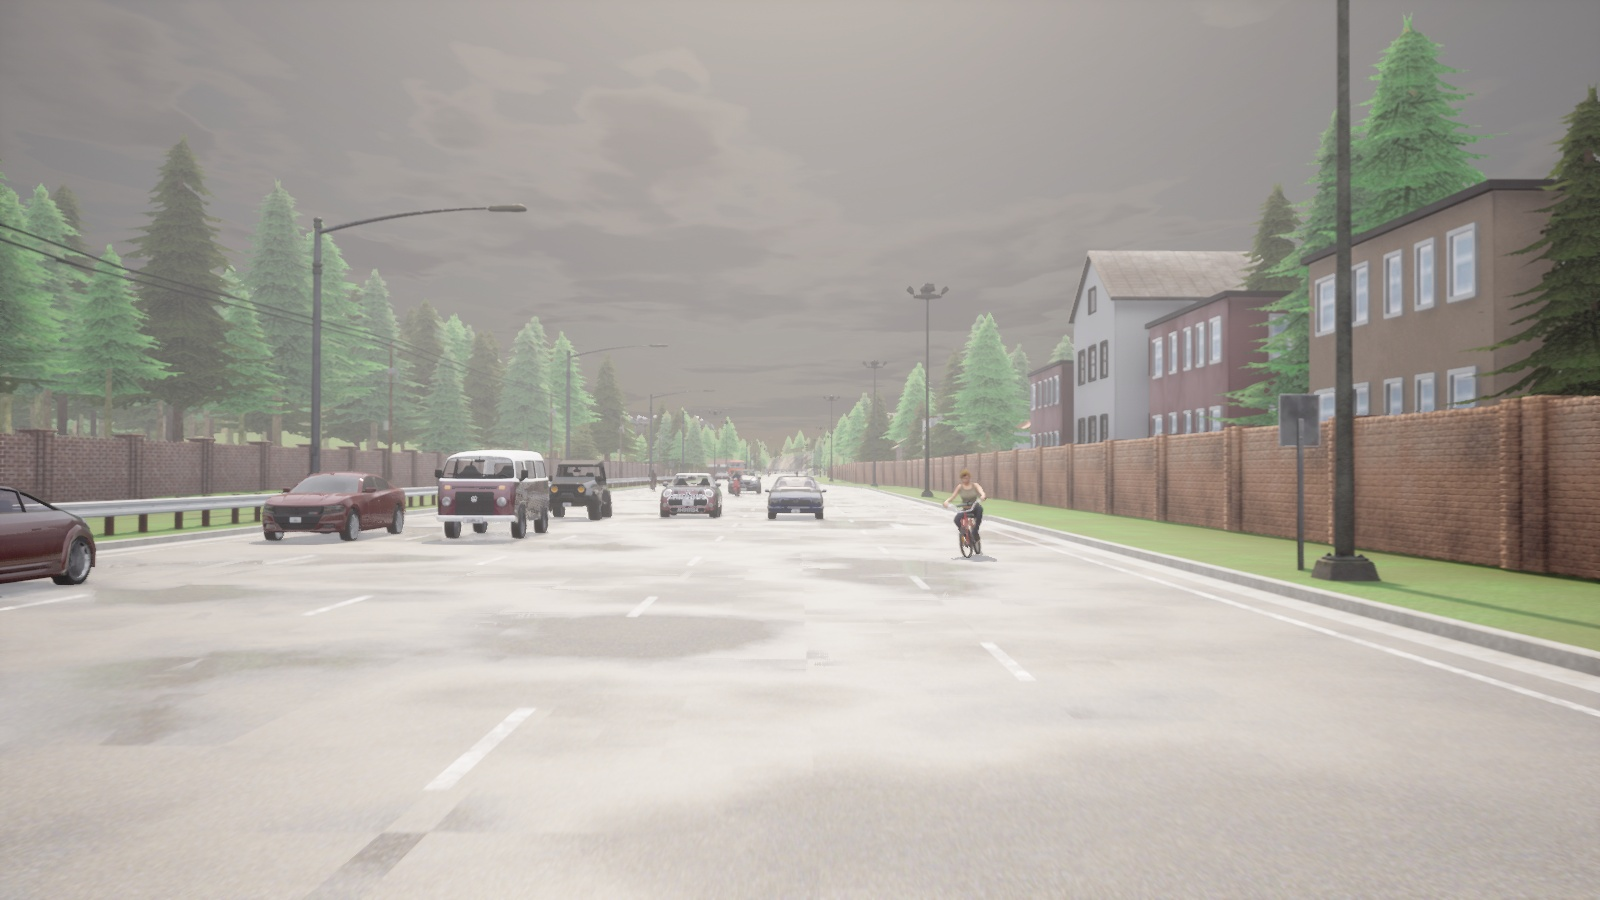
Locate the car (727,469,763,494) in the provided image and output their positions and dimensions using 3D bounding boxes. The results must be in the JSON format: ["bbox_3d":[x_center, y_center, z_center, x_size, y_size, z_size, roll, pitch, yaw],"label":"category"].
[{"bbox_3d":[-3.752,2.137,86.436,2.242,1.667,4.611,0,-1,0],"label":"car"}]

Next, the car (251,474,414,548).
[{"bbox_3d":[-10.585,1.323,28.855,1.882,1.535,5.008,0,-1,0],"label":"car"}]

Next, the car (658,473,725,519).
[{"bbox_3d":[-3.625,1.514,42.503,1.970,1.475,3.806,0,-1,0],"label":"car"}]

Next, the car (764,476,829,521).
[{"bbox_3d":[-0.124,1.574,42.052,2.033,1.411,5.357,0,-1,0],"label":"car"}]

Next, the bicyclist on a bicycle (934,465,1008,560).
[{"bbox_3d":[3.164,1.131,23.123,0.866,1.612,1.509,-7,-2,20],"label":"bicyclist on a bicycle"}]

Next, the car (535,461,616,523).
[{"bbox_3d":[-7.119,1.319,40.163,1.905,1.878,3.866,0,-1,0],"label":"car"}]

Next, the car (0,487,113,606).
[{"bbox_3d":[-10.545,1.181,15.372,1.994,1.385,4.181,0,-1,0],"label":"car"}]

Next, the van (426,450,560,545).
[{"bbox_3d":[-7.088,1.066,29.505,2.069,2.038,4.480,0,-1,0],"label":"van"}]
